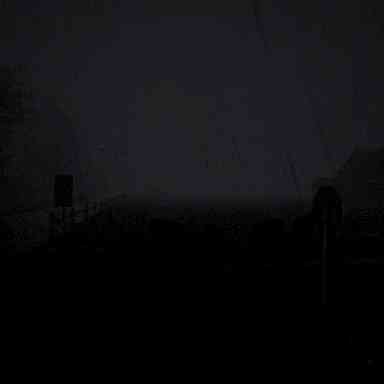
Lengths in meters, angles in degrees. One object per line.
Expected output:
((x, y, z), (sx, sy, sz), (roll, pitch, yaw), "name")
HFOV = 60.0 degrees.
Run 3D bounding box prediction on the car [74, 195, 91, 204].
((-16.582, 1.099, 50.373), (1.994, 1.385, 4.181), (0, 1, -9), "car")
